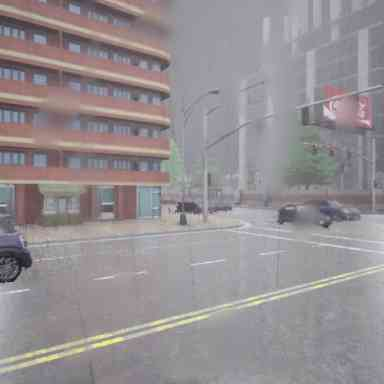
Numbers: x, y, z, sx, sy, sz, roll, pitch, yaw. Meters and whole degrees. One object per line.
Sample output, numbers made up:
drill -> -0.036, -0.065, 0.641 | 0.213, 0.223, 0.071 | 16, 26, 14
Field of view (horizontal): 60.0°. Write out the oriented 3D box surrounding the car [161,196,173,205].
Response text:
car -> -4.919, 1.526, 60.662 | 1.812, 1.442, 4.674 | 0, 0, -35

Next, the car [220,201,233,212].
car -> 2.289, 1.547, 37.809 | 2.033, 1.411, 5.357 | 0, 0, -35

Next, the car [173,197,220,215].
car -> 0.416, 1.351, 34.383 | 2.097, 1.767, 4.553 | 0, 0, -35

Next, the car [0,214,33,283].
car -> -6.445, 1.351, 8.041 | 4.553, 1.767, 2.097 | 0, 0, -35

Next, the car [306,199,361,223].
car -> 10.616, 1.351, 25.917 | 2.097, 1.767, 4.553 | 0, 0, -35

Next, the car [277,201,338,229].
car -> 7.171, 1.525, 21.740 | 1.812, 1.442, 4.674 | 0, 0, -10
